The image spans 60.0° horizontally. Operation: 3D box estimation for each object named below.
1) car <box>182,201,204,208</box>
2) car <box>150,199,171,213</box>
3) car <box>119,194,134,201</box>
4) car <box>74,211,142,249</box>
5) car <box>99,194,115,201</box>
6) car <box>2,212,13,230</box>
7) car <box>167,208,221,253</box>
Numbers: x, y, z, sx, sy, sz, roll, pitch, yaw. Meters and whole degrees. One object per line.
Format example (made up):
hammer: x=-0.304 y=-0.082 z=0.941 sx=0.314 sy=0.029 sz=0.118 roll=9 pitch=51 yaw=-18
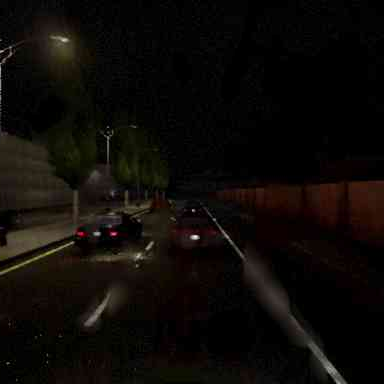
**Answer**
car: x=0.102 y=1.538 z=29.326 sx=2.033 sy=1.411 sz=5.357 roll=0 pitch=0 yaw=0
car: x=-3.397 y=1.466 z=36.464 sx=1.882 sy=1.535 sz=5.008 roll=0 pitch=0 yaw=0
car: x=-11.495 y=1.013 z=58.609 sx=1.882 sy=1.535 sz=5.008 roll=0 pitch=0 yaw=0
car: x=-3.398 y=1.543 z=14.390 sx=2.033 sy=1.411 sz=5.357 roll=0 pitch=0 yaw=0
car: x=-14.995 y=1.013 z=58.609 sx=1.882 sy=1.535 sz=5.008 roll=0 pitch=0 yaw=0
car: x=-11.598 y=1.559 z=18.025 sx=1.994 sy=1.385 sz=4.181 roll=0 pitch=0 yaw=0
car: x=0.099 y=1.560 z=13.680 sx=1.994 sy=1.385 sz=4.181 roll=0 pitch=0 yaw=0
